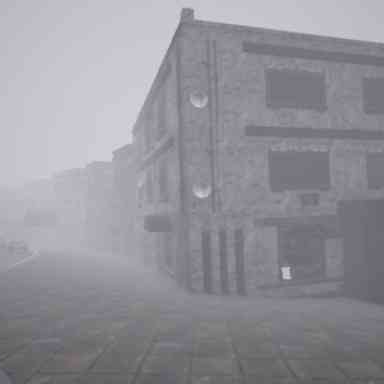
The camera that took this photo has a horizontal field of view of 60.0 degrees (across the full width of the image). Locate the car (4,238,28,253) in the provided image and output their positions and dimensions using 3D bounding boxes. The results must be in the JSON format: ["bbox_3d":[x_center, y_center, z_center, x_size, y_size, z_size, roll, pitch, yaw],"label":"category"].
[{"bbox_3d":[-19.351,5.933,37.011,2.128,1.511,4.902,-1,-6,-28],"label":"car"}]

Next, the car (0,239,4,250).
[{"bbox_3d":[-24.922,7.205,45.646,1.895,1.301,4.718,0,-6,-37],"label":"car"}]
